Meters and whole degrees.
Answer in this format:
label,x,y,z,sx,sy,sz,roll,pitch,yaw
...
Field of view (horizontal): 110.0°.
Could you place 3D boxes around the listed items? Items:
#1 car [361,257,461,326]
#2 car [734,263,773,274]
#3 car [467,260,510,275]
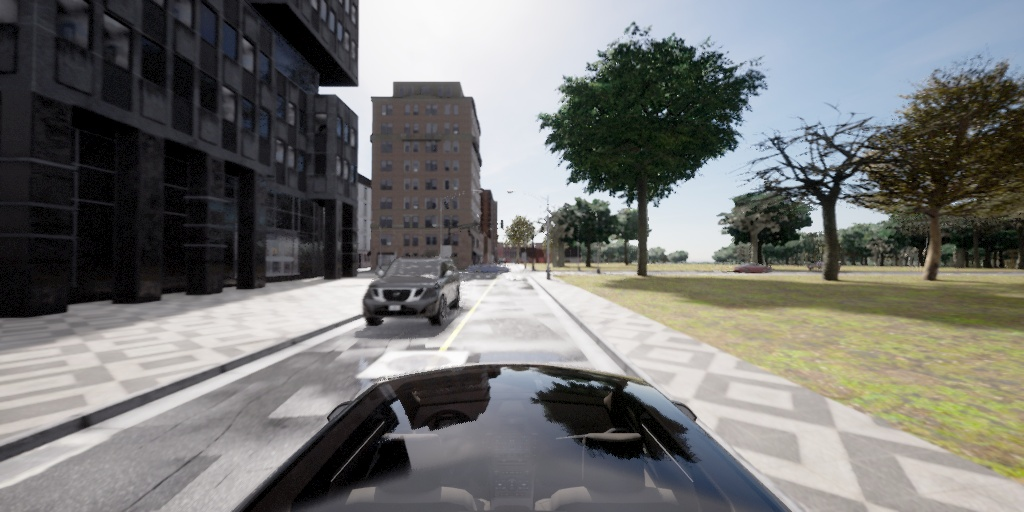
label,x,y,z,sx,sy,sz,roll,pitch,yaw
car,-3.100,1.035,12.267,2.150,2.045,5.566,0,0,0
car,30.507,1.597,45.420,4.181,1.385,1.994,0,-1,0
car,-2.954,1.577,45.354,5.357,1.411,2.033,1,-1,0
